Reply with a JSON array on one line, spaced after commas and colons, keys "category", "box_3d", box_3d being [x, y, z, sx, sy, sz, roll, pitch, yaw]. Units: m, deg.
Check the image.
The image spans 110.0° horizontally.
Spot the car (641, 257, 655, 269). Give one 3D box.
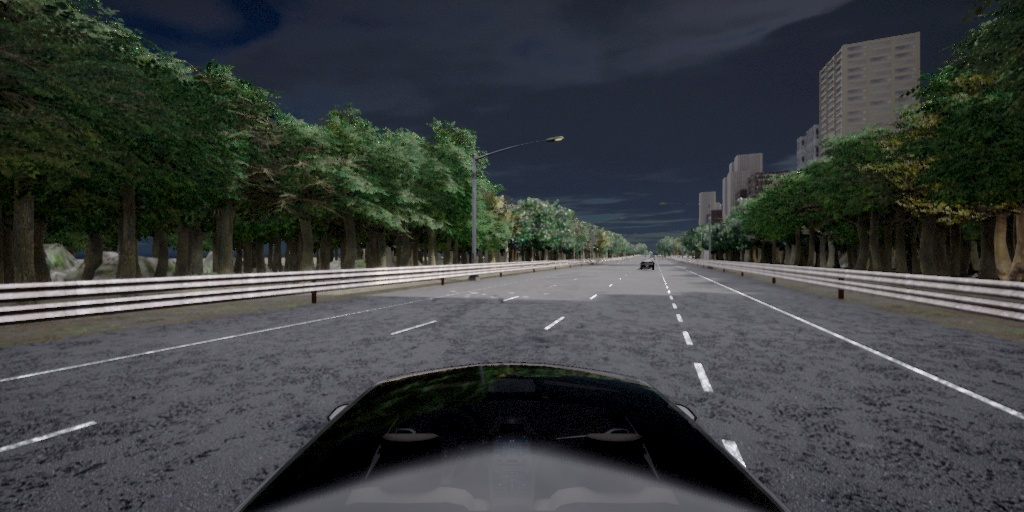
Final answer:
[{"category": "car", "box_3d": [20.924, 1.251, 55.328, 1.882, 1.535, 5.008, 0, 0, 22]}]
